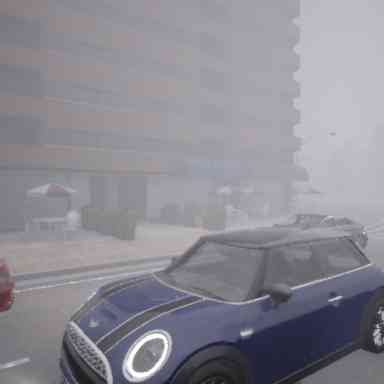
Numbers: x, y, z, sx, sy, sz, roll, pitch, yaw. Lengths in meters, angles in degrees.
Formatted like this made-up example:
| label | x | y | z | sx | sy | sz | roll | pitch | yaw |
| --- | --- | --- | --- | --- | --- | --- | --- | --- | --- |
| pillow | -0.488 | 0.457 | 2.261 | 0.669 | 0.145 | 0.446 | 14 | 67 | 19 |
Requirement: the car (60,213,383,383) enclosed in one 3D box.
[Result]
| label | x | y | z | sx | sy | sz | roll | pitch | yaw |
| --- | --- | --- | --- | --- | --- | --- | --- | --- | --- |
| car | 0.702 | 1.346 | 4.485 | 4.553 | 1.767 | 2.097 | 0 | 0 | -35 |

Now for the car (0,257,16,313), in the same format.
| label | x | y | z | sx | sy | sz | roll | pitch | yaw |
| --- | --- | --- | --- | --- | --- | --- | --- | --- | --- |
| car | -5.103 | 1.529 | 4.641 | 4.674 | 1.442 | 1.812 | 0 | 0 | -35 |

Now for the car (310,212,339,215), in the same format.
| label | x | y | z | sx | sy | sz | roll | pitch | yaw |
| --- | --- | --- | --- | --- | --- | --- | --- | --- | --- |
| car | 4.076 | 1.472 | 11.303 | 4.902 | 1.511 | 2.128 | 0 | 0 | -36 |
